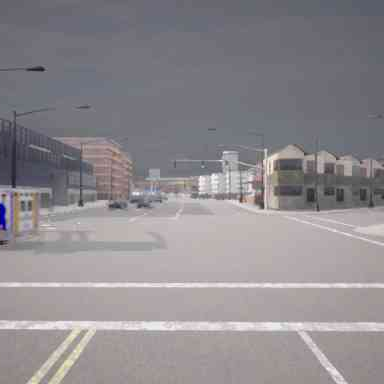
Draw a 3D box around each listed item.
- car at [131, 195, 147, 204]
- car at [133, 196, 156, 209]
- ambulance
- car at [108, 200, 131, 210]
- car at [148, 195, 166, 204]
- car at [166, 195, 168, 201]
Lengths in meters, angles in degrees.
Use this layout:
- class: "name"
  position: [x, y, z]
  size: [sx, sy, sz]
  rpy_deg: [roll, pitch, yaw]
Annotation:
- class: "car"
  position: [-10.408, 1.545, 62.862]
  size: [2.033, 1.411, 5.357]
  rpy_deg: [0, 1, 1]
- class: "car"
  position: [-6.991, 1.754, 49.517]
  size: [2.033, 1.411, 5.357]
  rpy_deg: [0, 0, 0]
- class: "ambulance"
  position: [-9.944, 1.100, 14.226]
  size: [6.366, 2.431, 2.351]
  rpy_deg: [0, 0, 1]
- class: "car"
  position: [-10.495, 1.821, 47.240]
  size: [1.895, 1.301, 4.718]
  rpy_deg: [0, 0, 0]
- class: "car"
  position: [-6.892, 1.311, 65.403]
  size: [2.097, 1.767, 4.553]
  rpy_deg: [0, 1, 1]
- class: "car"
  position: [-6.824, 1.443, 80.787]
  size: [2.033, 1.411, 5.357]
  rpy_deg: [0, 0, 0]
